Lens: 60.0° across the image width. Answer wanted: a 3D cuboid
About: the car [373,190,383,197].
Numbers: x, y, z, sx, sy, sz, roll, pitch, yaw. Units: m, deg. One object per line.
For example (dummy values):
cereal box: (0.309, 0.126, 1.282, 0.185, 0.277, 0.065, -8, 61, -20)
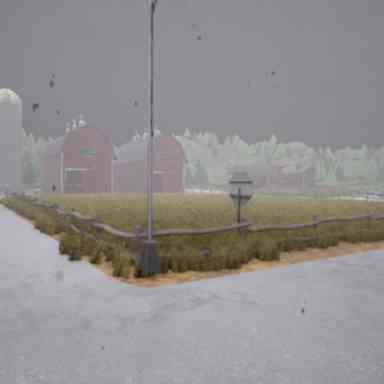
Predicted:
car: (44.797, 0.448, 75.715, 2.242, 1.667, 4.611, 0, 2, -34)
